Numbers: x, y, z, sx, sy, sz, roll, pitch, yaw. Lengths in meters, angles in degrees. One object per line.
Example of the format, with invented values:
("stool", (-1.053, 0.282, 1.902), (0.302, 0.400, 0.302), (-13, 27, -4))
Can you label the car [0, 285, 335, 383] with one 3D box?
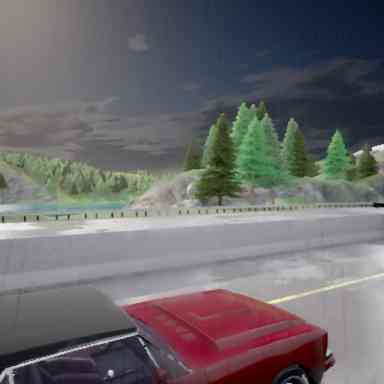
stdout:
("car", (-0.884, 1.601, 2.960), (4.718, 1.301, 1.895), (0, 0, -33))

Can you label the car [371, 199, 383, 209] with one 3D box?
("car", (26.079, 1.596, 44.123), (4.718, 1.301, 1.895), (0, 0, -26))
